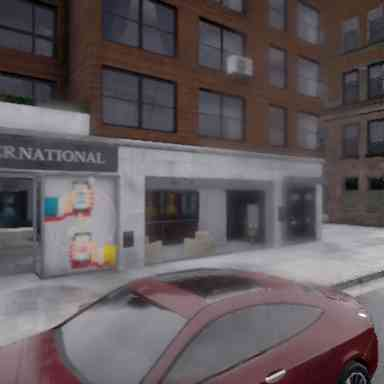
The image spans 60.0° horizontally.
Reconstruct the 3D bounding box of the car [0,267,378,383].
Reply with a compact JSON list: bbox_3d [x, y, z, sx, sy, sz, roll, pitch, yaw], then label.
[{"bbox_3d":[-0.108,1.526,2.995,4.674,1.442,1.812,0,0,-36],"label":"car"}]
